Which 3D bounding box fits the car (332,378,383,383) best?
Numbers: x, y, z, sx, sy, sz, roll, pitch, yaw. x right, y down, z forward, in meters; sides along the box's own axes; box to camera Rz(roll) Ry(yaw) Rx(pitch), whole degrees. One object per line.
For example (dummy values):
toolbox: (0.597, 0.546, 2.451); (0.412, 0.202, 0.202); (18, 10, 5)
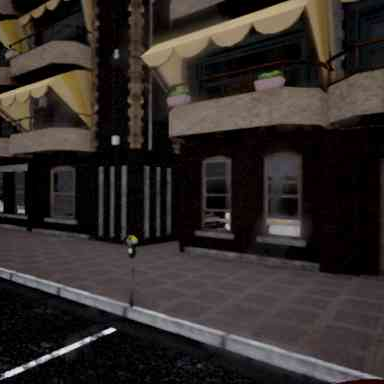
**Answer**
car: (2.414, 1.594, 1.153); (4.206, 1.307, 1.802); (1, 0, 35)
